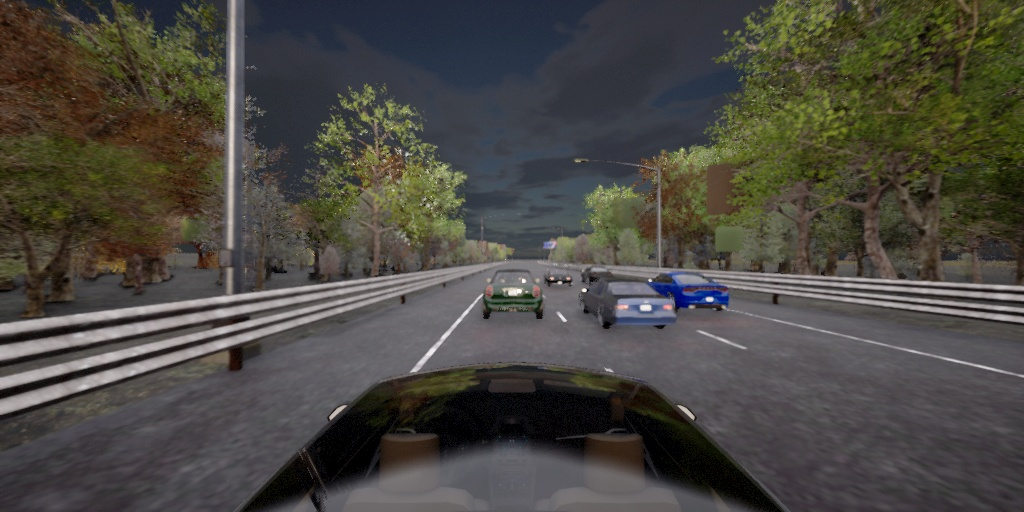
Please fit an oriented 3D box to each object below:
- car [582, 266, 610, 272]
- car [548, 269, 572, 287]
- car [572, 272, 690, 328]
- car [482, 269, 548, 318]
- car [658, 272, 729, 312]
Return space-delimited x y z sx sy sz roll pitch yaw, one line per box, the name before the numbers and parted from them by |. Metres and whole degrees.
car | 7.052 1.613 30.263 1.882 1.535 5.008 0 0 0
car | 3.540 1.712 28.448 1.895 1.301 4.718 0 -1 1
car | 3.525 1.437 11.899 2.033 1.411 5.357 0 -1 1
car | 0.046 1.268 13.973 2.097 1.767 4.553 0 -1 0
car | 7.054 1.412 15.237 1.882 1.535 5.008 0 -1 0
